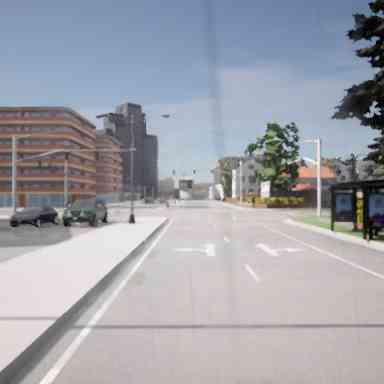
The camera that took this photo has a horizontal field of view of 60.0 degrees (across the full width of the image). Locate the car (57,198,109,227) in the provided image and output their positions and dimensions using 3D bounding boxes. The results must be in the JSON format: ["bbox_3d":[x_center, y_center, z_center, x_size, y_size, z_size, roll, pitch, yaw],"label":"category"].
[{"bbox_3d":[-8.008,1.509,25.567,2.150,2.045,5.566,0,-1,0],"label":"car"}]

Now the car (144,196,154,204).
[{"bbox_3d":[-11.509,2.214,90.209,2.150,2.045,5.566,0,-1,0],"label":"car"}]

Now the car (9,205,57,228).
[{"bbox_3d":[-11.519,1.779,24.628,1.837,1.490,4.892,0,-1,0],"label":"car"}]

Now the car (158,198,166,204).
[{"bbox_3d":[-8.009,2.490,90.237,1.837,1.490,4.892,0,-1,0],"label":"car"}]
